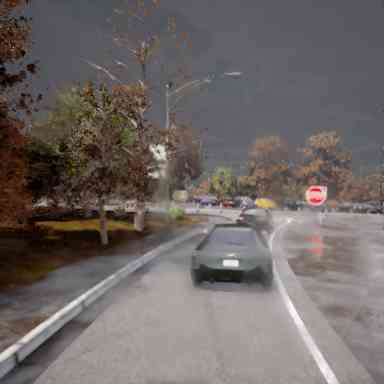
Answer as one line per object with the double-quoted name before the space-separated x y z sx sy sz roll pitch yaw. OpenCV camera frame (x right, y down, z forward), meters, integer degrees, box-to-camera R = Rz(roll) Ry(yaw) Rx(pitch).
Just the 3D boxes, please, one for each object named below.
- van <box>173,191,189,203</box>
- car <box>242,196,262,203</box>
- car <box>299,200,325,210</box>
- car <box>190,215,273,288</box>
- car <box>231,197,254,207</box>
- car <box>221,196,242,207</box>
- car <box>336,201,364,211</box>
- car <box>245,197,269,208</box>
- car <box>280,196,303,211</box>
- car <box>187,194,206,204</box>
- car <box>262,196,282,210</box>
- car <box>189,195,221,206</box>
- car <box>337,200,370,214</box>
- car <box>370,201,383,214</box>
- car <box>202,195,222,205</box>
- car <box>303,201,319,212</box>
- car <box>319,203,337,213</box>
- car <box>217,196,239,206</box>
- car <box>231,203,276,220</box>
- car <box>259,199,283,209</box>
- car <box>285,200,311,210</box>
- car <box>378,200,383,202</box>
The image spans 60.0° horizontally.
"van" -1.809 0.769 55.637 1.878 1.987 4.442 4 0 -15
"car" 6.959 1.344 44.604 2.185 1.767 4.553 4 -1 -15
"car" 22.370 2.428 62.212 2.231 1.521 4.892 3 0 -15
"car" 1.189 1.563 9.393 1.994 1.385 4.181 0 0 9
"car" 8.859 1.717 58.808 1.946 1.575 5.366 4 0 -15
"car" 4.263 1.311 43.884 2.163 1.488 4.792 4 -1 -15
"car" 30.368 2.735 64.159 1.946 1.575 5.366 2 0 -15
"car" 11.555 1.880 59.527 1.946 1.575 5.366 4 0 -15
"car" 12.340 1.571 46.035 2.435 2.045 5.566 4 0 -15
"car" 0.718 1.212 56.447 2.002 1.452 4.674 4 -1 -15
"car" 9.640 1.650 45.282 2.097 1.535 5.008 4 0 -15
"car" 1.595 1.123 43.111 2.163 1.488 4.792 4 -1 -15
"car" 23.106 2.279 48.845 2.185 1.767 4.553 3 0 -15
"car" 25.789 2.555 49.564 2.163 1.488 4.792 2 0 -15
"car" 3.402 1.400 57.163 2.002 1.452 4.674 4 -1 -15
"car" 15.025 1.985 46.717 2.231 1.521 4.892 3 0 -15
"car" 17.710 2.165 47.410 2.163 1.488 4.792 3 0 -15
"car" 6.204 1.579 57.938 2.163 1.488 4.792 4 -1 -15
"car" 3.821 1.612 20.091 1.812 1.442 4.674 0 -1 18
"car" 14.171 2.059 60.003 2.163 1.488 4.792 3 0 -15
"car" 19.553 2.300 61.462 2.097 1.535 5.008 3 0 -15
"car" 31.163 2.618 51.057 2.185 1.767 4.553 2 0 -15
